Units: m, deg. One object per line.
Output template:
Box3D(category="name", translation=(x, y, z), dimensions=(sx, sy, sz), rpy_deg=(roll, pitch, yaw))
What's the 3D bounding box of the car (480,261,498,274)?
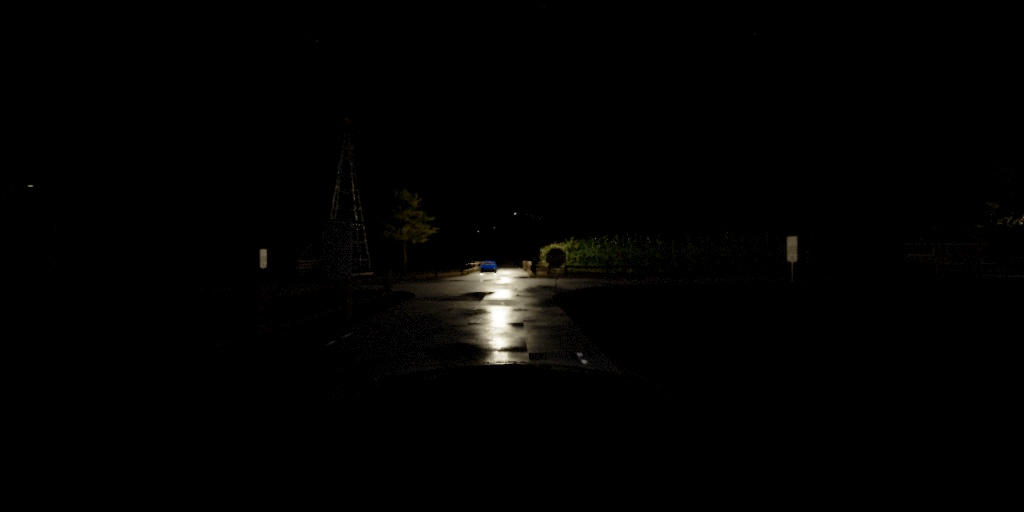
Box3D(category="car", translation=(-2.769, 1.353, 43.586), dimensions=(1.882, 1.535, 5.008), rpy_deg=(0, 1, 0))
